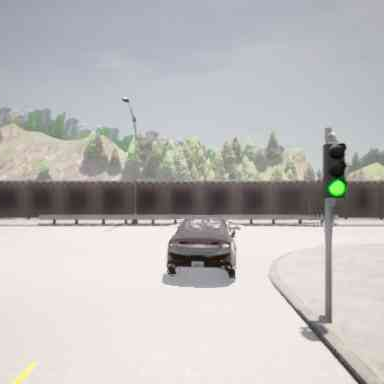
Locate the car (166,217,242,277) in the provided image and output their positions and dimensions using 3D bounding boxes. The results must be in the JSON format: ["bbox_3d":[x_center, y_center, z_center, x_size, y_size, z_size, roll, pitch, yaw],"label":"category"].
[{"bbox_3d":[0.481,1.519,10.378,2.128,1.511,4.902,0,0,8],"label":"car"}]
